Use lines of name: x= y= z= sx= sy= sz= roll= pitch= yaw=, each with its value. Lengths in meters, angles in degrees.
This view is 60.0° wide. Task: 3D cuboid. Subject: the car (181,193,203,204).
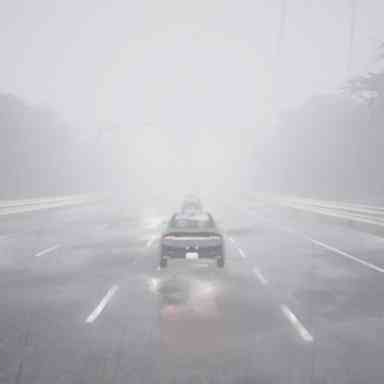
car: x=0.009 y=1.098 z=30.097 sx=1.812 sy=1.442 sz=4.674 roll=0 pitch=1 yaw=0

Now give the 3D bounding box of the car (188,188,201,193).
car: x=0.029 y=0.614 z=48.135 sx=1.812 sy=1.442 sz=4.674 roll=0 pitch=2 yaw=0

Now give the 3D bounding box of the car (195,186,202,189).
car: x=0.559 y=-0.240 z=77.338 sx=2.128 sy=1.511 sz=4.902 roll=0 pitch=2 yaw=2

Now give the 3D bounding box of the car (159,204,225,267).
car: x=0.003 y=1.392 z=11.006 sx=2.128 sy=1.511 sz=4.902 roll=0 pitch=1 yaw=0
